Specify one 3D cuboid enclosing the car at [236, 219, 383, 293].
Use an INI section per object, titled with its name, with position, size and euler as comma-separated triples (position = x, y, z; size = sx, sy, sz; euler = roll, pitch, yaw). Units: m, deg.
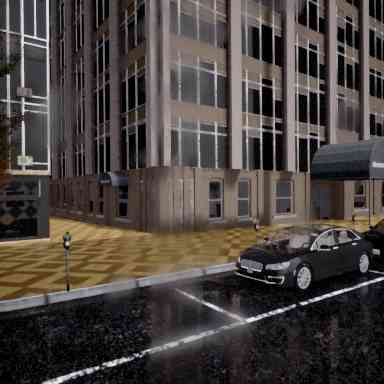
[car]
position = 3.086, 1.549, 8.779
size = 4.403, 1.369, 2.008
euler = 0, -1, -36
